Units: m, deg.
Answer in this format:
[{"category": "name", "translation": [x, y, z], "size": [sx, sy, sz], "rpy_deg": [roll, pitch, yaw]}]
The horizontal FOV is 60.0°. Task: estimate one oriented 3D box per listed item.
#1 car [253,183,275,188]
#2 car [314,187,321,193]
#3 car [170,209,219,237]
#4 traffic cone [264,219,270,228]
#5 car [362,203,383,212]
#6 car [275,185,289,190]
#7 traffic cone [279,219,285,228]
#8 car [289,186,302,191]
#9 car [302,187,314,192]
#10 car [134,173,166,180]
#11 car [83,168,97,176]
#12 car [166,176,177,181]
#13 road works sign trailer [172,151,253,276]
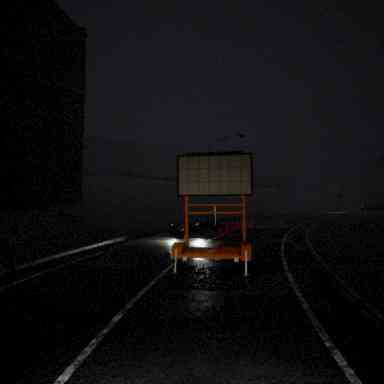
[{"category": "car", "translation": [15.076, -1.091, 72.601], "size": [4.792, 1.488, 2.163], "rpy_deg": [3, -6, -38]}, {"category": "car", "translation": [31.782, -0.179, 87.167], "size": [5.566, 2.045, 2.435], "rpy_deg": [5, -6, -43]}, {"category": "car", "translation": [0.285, 1.756, 19.723], "size": [1.812, 1.442, 4.674], "rpy_deg": [-2, -1, 20]}, {"category": "traffic cone", "translation": [5.125, 2.159, 22.807], "size": [0.340, 0.580, 0.340], "rpy_deg": [-2, -1, 17]}, {"category": "car", "translation": [29.341, 2.438, 53.419], "size": [5.008, 1.535, 1.882], "rpy_deg": [1, -4, -32]}, {"category": "car", "translation": [19.348, -0.811, 76.085], "size": [4.674, 1.452, 2.002], "rpy_deg": [4, -6, -39]}, {"category": "traffic cone", "translation": [6.081, 2.130, 22.523], "size": [0.340, 0.580, 0.340], "rpy_deg": [-2, -1, 17]}, {"category": "car", "translation": [23.468, -0.576, 79.601], "size": [4.892, 1.521, 2.231], "rpy_deg": [4, -6, -40]}, {"category": "car", "translation": [27.669, -0.391, 83.356], "size": [4.553, 1.767, 2.185], "rpy_deg": [4, -6, -42]}, {"category": "car", "translation": [-7.546, -2.347, 56.395], "size": [4.892, 1.521, 2.231], "rpy_deg": [2, -5, -33]}, {"category": "car", "translation": [-16.699, -2.866, 50.421], "size": [4.553, 1.767, 2.185], "rpy_deg": [2, -5, -33]}, {"category": "car", "translation": [-2.934, -2.136, 59.420], "size": [4.892, 1.521, 2.231], "rpy_deg": [3, -5, -33]}, {"category": "road works sign trailer", "translation": [0.756, 0.525, 10.657], "size": [2.380, 3.560, 2.880], "rpy_deg": [-1, -1, 12]}]
